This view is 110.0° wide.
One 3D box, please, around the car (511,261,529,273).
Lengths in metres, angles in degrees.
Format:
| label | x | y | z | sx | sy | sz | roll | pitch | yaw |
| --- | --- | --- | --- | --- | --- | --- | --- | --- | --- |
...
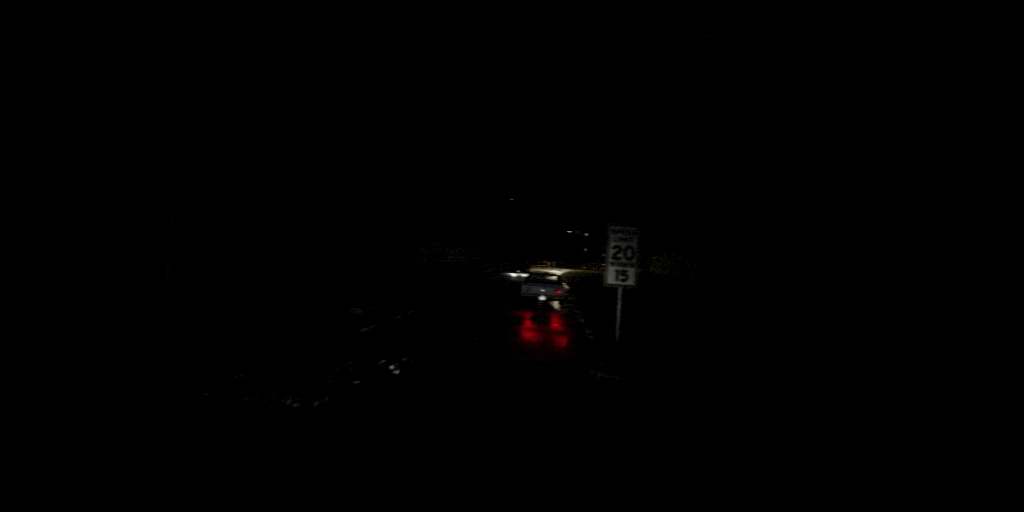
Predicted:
| label | x | y | z | sx | sy | sz | roll | pitch | yaw |
| --- | --- | --- | --- | --- | --- | --- | --- | --- | --- |
| car | 1.167 | 1.399 | 44.547 | 2.033 | 1.411 | 5.357 | 4 | 0 | 8 |

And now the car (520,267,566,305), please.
| label | x | y | z | sx | sy | sz | roll | pitch | yaw |
| --- | --- | --- | --- | --- | --- | --- | --- | --- | --- |
| car | 1.476 | 1.450 | 16.954 | 1.895 | 1.301 | 4.718 | 4 | 0 | 5 |
